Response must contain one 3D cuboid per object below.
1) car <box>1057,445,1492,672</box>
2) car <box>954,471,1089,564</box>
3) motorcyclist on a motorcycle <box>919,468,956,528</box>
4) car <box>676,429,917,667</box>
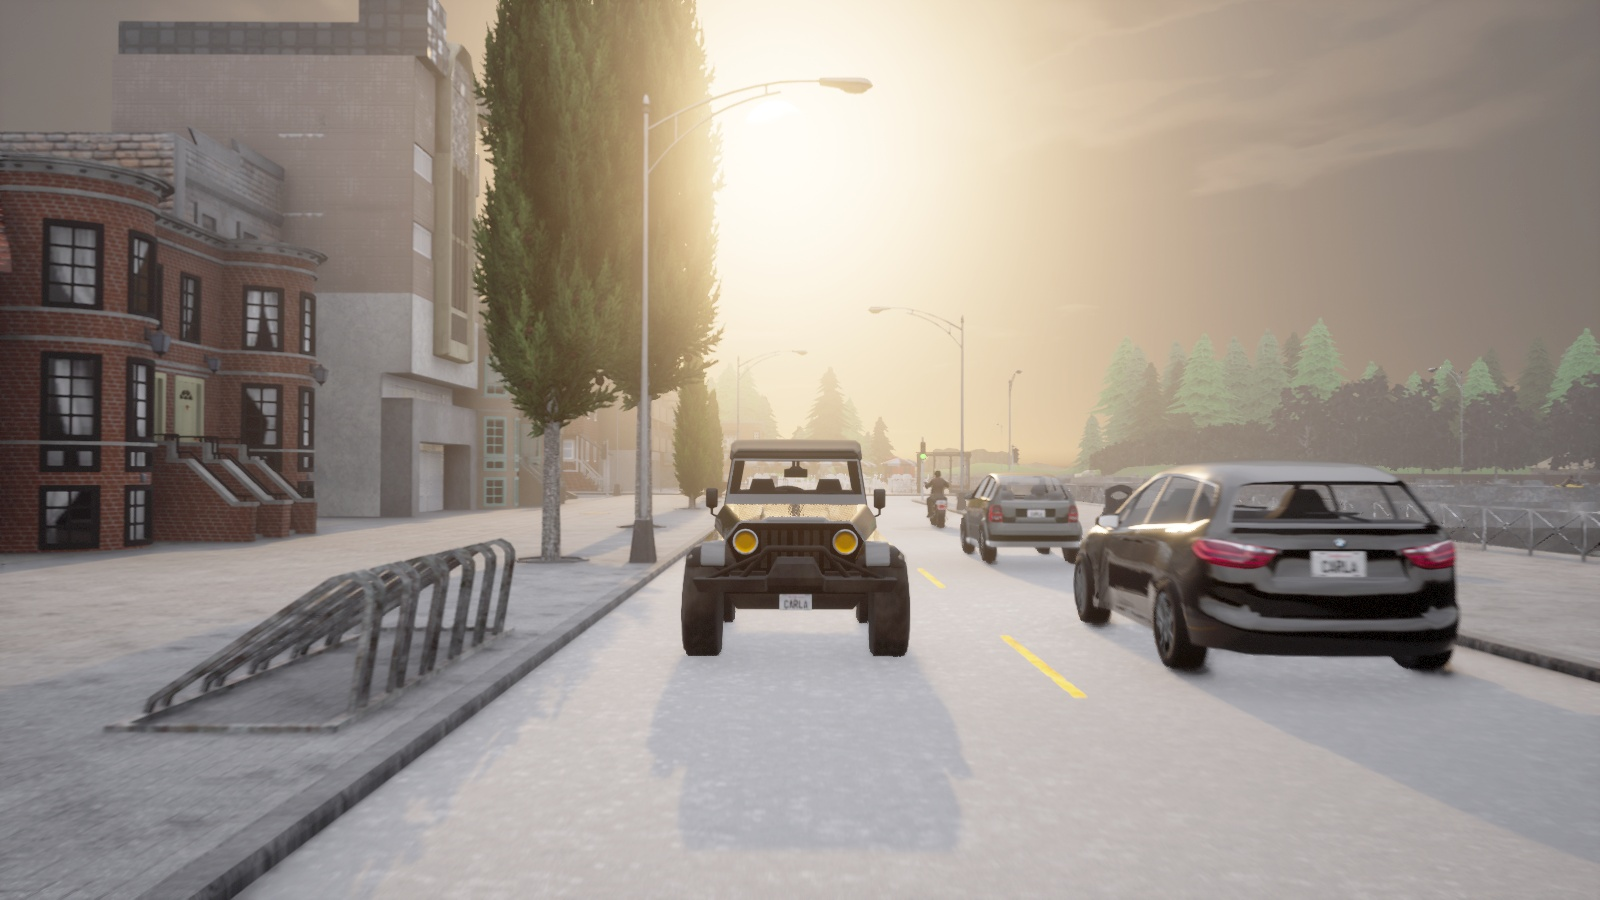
[{"bbox_3d":[3.968,0.837,11.562,2.242,1.667,4.611,0,-1,0],"label":"car"},{"bbox_3d":[3.940,1.161,22.895,1.789,1.549,3.705,0,-1,0],"label":"car"},{"bbox_3d":[3.906,1.350,35.872,0.766,1.649,2.350,0,-1,0],"label":"motorcyclist on a motorcycle"},{"bbox_3d":[-0.032,0.810,11.913,1.905,1.878,3.866,0,-1,0],"label":"car"}]
